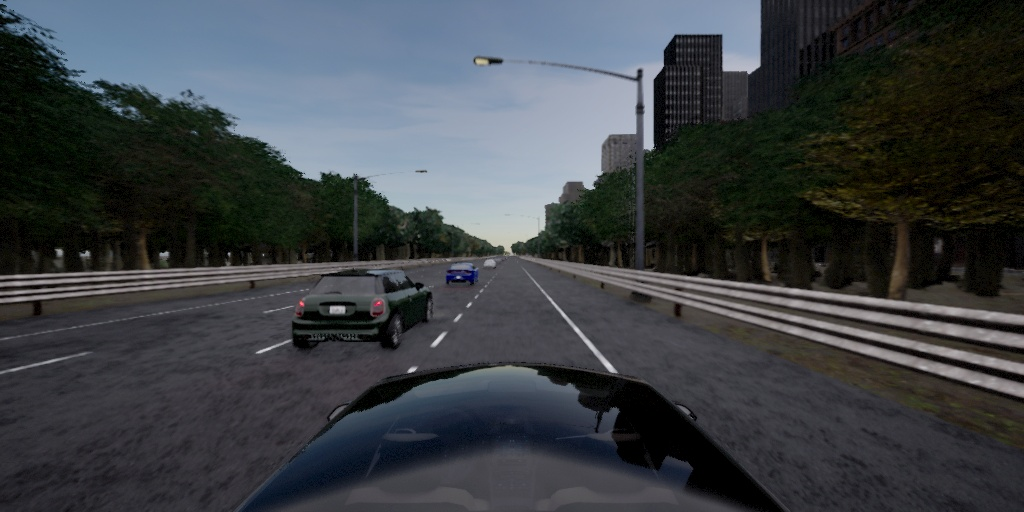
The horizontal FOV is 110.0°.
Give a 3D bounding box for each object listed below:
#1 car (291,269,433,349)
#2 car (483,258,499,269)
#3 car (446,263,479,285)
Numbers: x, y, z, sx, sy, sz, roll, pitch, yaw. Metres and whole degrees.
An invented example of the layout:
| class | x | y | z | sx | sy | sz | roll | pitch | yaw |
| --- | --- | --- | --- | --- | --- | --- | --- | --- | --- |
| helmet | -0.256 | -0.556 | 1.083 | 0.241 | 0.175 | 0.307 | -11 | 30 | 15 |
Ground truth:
| class | x | y | z | sx | sy | sz | roll | pitch | yaw |
| --- | --- | --- | --- | --- | --- | --- | --- | --- | --- |
| car | -3.497 | 1.104 | 9.311 | 2.097 | 1.767 | 4.553 | 0 | 0 | 0 |
| car | -3.468 | 1.235 | 56.981 | 1.812 | 1.442 | 4.674 | 0 | 0 | 0 |
| car | -3.484 | 1.229 | 25.867 | 1.882 | 1.535 | 5.008 | 0 | 0 | 0 |
